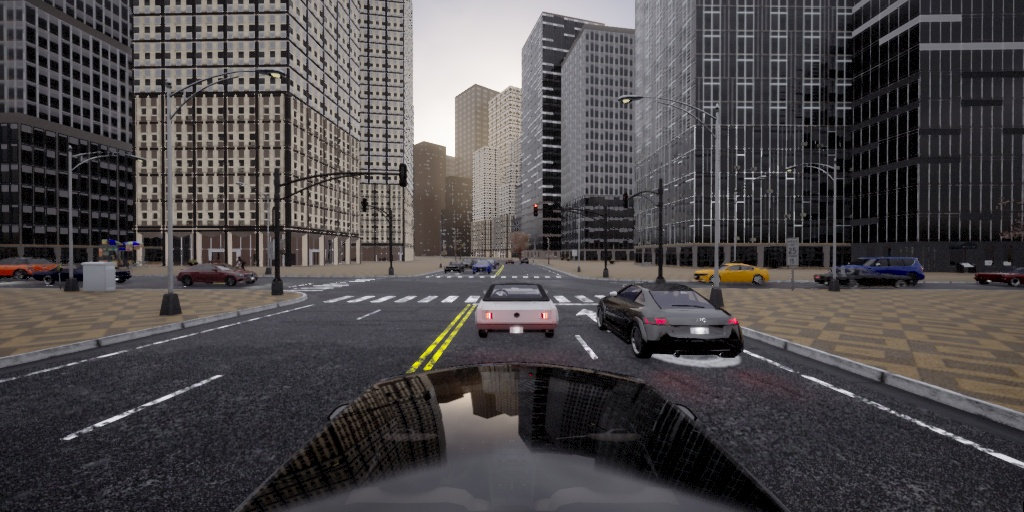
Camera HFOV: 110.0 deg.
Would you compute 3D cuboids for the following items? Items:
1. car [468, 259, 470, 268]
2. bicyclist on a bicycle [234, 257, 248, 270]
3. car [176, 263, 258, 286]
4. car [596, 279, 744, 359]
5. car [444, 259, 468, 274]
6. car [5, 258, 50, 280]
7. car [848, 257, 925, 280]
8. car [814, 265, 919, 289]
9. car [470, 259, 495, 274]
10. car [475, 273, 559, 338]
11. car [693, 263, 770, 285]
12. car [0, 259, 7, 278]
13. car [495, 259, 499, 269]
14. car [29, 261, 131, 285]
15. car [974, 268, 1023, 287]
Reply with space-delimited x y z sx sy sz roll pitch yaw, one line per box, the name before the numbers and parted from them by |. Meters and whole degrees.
car | -6.573 1.202 52.793 1.837 1.490 4.892 0 0 0
bicyclist on a bicycle | -24.691 0.871 32.619 0.582 1.620 1.656 0 1 1
car | -19.474 1.193 23.752 4.674 1.442 1.812 0 0 1
car | 3.358 1.312 8.449 1.994 1.385 4.181 0 0 0
car | -6.580 1.320 41.441 1.895 1.301 4.718 0 0 0
car | -37.774 0.906 27.411 4.553 1.767 2.097 0 0 1
car | 26.386 1.075 26.100 5.566 2.045 2.150 0 0 2
car | 22.441 1.463 22.981 4.718 1.301 1.895 0 0 1
car | -3.329 1.197 40.770 1.882 1.535 5.008 0 0 0
car | 0.103 1.348 10.163 1.895 1.301 4.718 0 0 0
car | 16.018 1.283 26.327 5.008 1.535 1.882 0 0 1
car | -37.840 1.107 24.219 4.674 1.442 1.812 0 0 2
car | -3.321 1.223 52.826 1.812 1.442 4.674 0 0 0
car | -28.584 1.226 23.986 4.718 1.301 1.895 0 0 1
car | 36.705 1.501 25.872 4.718 1.301 1.895 0 0 1
